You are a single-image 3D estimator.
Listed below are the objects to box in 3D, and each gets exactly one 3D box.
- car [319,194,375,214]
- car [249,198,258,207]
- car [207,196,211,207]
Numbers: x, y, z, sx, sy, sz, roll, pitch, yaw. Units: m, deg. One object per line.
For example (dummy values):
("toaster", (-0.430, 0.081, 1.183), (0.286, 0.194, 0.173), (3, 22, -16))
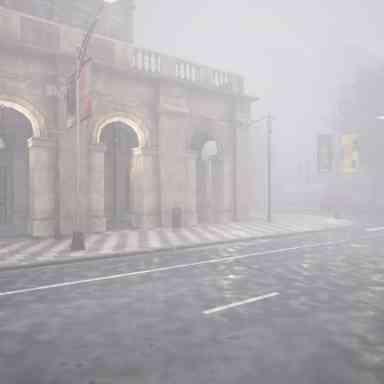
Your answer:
("car", (16.590, 1.221, 35.969), (2.150, 2.045, 5.566), (0, 0, -36))
("car", (7.498, 1.353, 48.629), (2.097, 1.767, 4.553), (0, 0, -36))
("car", (1.169, 1.595, 46.040), (1.895, 1.301, 4.718), (0, 0, -36))
